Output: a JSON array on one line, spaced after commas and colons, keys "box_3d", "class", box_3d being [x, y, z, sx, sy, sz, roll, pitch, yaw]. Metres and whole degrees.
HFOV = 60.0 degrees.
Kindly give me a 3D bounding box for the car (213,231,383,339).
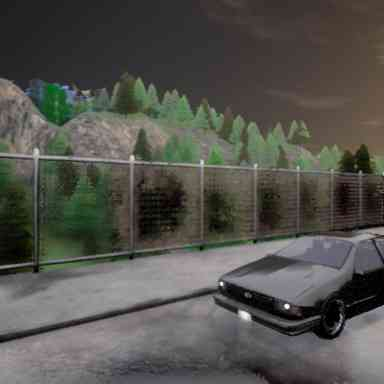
[{"box_3d": [2.993, 1.533, 6.723, 5.357, 1.411, 2.033, 0, 0, -35], "class": "car"}]
